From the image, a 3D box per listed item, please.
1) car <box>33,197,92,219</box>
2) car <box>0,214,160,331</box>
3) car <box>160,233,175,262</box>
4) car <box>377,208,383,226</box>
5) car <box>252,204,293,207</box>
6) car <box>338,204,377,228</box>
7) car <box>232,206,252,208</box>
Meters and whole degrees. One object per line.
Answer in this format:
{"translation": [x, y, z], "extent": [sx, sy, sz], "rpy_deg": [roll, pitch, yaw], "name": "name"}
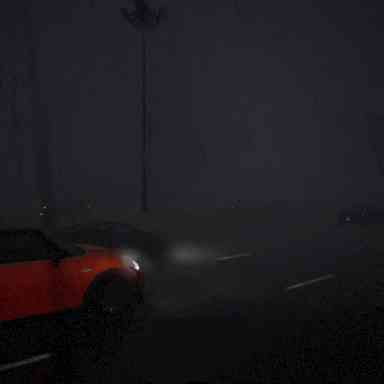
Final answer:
{"translation": [-11.763, 1.415, 30.336], "extent": [4.553, 1.767, 2.097], "rpy_deg": [0, 0, -39], "name": "car"}
{"translation": [-3.127, 1.369, 5.922], "extent": [4.553, 1.767, 2.097], "rpy_deg": [0, 0, -36], "name": "car"}
{"translation": [-2.637, 1.581, 10.629], "extent": [4.181, 1.385, 1.994], "rpy_deg": [0, 0, -37], "name": "car"}
{"translation": [12.255, 1.442, 18.251], "extent": [5.008, 1.535, 1.882], "rpy_deg": [0, 0, -41], "name": "car"}
{"translation": [8.943, 1.535, 34.431], "extent": [5.357, 1.411, 2.033], "rpy_deg": [0, 0, -44], "name": "car"}
{"translation": [11.426, 1.496, 22.206], "extent": [4.674, 1.442, 1.812], "rpy_deg": [0, 0, -42], "name": "car"}
{"translation": [5.140, 1.603, 35.651], "extent": [4.718, 1.301, 1.895], "rpy_deg": [0, 0, -43], "name": "car"}
